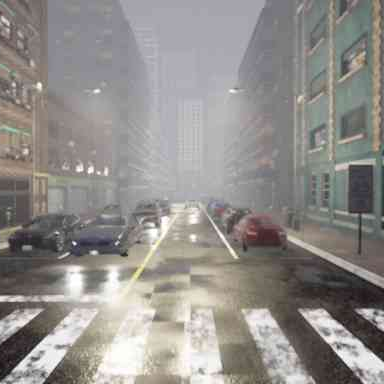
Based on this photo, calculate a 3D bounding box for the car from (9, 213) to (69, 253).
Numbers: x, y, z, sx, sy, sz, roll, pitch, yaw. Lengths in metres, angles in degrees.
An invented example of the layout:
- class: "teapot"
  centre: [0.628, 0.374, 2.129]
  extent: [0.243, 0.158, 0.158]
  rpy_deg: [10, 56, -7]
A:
- class: "car"
  centre: [-5.695, 1.555, 13.665]
  extent: [1.947, 1.339, 4.313]
  rpy_deg: [0, 0, 0]

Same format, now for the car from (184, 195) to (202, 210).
- class: "car"
  centre: [0.008, 1.500, 43.108]
  extent: [1.812, 1.442, 4.674]
  rpy_deg: [0, 0, 0]

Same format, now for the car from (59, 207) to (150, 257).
- class: "car"
  centre: [-3.099, 1.537, 13.172]
  extent: [2.033, 1.411, 5.357]
  rpy_deg: [0, 0, 0]

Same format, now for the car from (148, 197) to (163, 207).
- class: "car"
  centre: [-5.686, 1.553, 52.330]
  extent: [1.802, 1.307, 4.206]
  rpy_deg: [0, 0, 0]

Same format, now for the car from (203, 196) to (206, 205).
- class: "car"
  centre: [2.692, 1.541, 41.269]
  extent: [1.947, 1.339, 4.313]
  rpy_deg: [0, 0, 0]

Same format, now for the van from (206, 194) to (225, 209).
- class: "van"
  centre: [2.689, 1.318, 35.745]
  extent: [1.690, 1.788, 3.998]
  rpy_deg: [0, 0, 0]

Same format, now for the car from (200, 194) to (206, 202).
- class: "car"
  centre: [2.695, 1.495, 58.009]
  extent: [1.752, 1.417, 4.829]
  rpy_deg: [0, 0, 0]

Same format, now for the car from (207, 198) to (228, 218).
- class: "car"
  centre: [2.690, 1.524, 30.222]
  extent: [1.887, 1.381, 4.507]
  rpy_deg: [0, 0, 0]

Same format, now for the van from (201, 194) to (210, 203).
- class: "van"
  centre: [2.695, 1.310, 68.886]
  extent: [1.690, 1.788, 3.998]
  rpy_deg: [-1, 0, 0]

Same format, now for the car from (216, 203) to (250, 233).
- class: "car"
  centre: [2.688, 1.551, 19.175]
  extent: [1.947, 1.339, 4.313]
  rpy_deg: [0, 0, 0]

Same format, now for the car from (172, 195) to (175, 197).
- class: "car"
  centre: [-5.680, 1.534, 85.470]
  extent: [1.947, 1.339, 4.313]
  rpy_deg: [0, 0, 0]

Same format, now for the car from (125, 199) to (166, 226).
- class: "car"
  centre: [-3.094, 1.488, 23.291]
  extent: [1.837, 1.490, 4.892]
  rpy_deg: [0, 0, 0]

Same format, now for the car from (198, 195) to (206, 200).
- class: "car"
  centre: [2.702, 1.519, 90.979]
  extent: [2.008, 1.369, 4.403]
  rpy_deg: [-1, 0, 0]

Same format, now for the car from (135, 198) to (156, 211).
- class: "car"
  centre: [-5.689, 1.519, 41.283]
  extent: [1.887, 1.381, 4.507]
  rpy_deg: [0, 0, 0]

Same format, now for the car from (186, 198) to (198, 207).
- class: "car"
  centre: [0.011, 1.572, 53.144]
  extent: [1.895, 1.301, 4.718]
  rpy_deg: [0, 0, 0]

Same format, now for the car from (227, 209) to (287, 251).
- class: "car"
  centre: [2.687, 1.571, 13.652]
  extent: [1.802, 1.307, 4.206]
  rpy_deg: [0, 0, 0]

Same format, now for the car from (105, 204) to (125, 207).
- class: "car"
  centre: [-5.692, 1.548, 24.713]
  extent: [1.947, 1.339, 4.313]
  rpy_deg: [0, 0, 0]

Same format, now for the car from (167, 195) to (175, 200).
- class: "car"
  centre: [-5.679, 1.513, 90.994]
  extent: [1.887, 1.381, 4.507]
  rpy_deg: [0, 0, 0]

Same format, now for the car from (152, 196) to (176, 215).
- class: "car"
  centre: [-3.081, 1.470, 33.735]
  extent: [2.128, 1.511, 4.902]
  rpy_deg: [0, 0, 0]
